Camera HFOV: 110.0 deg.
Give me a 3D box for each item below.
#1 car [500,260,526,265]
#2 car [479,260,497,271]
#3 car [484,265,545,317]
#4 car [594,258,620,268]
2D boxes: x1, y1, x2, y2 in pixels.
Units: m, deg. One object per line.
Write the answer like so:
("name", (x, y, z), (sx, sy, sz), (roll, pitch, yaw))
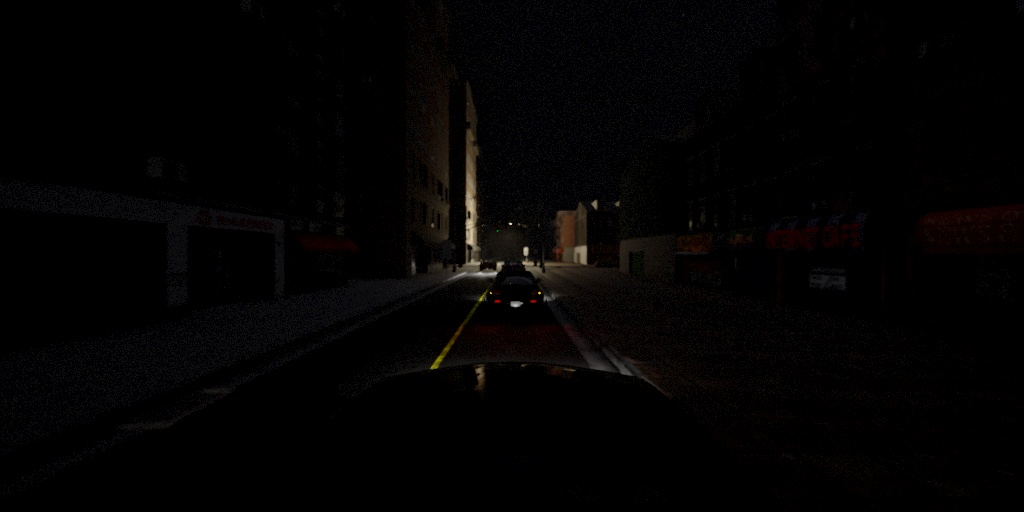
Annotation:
("car", (0.097, 1.045, 28.857), (1.882, 1.535, 5.008), (0, 0, 0))
("car", (-2.734, 1.088, 41.921), (1.895, 1.301, 4.718), (0, 0, 0))
("car", (0.102, 1.205, 12.626), (1.812, 1.442, 4.674), (0, 0, 0))
("car", (13.904, 0.998, 49.696), (4.829, 1.417, 1.751), (0, 0, 0))
